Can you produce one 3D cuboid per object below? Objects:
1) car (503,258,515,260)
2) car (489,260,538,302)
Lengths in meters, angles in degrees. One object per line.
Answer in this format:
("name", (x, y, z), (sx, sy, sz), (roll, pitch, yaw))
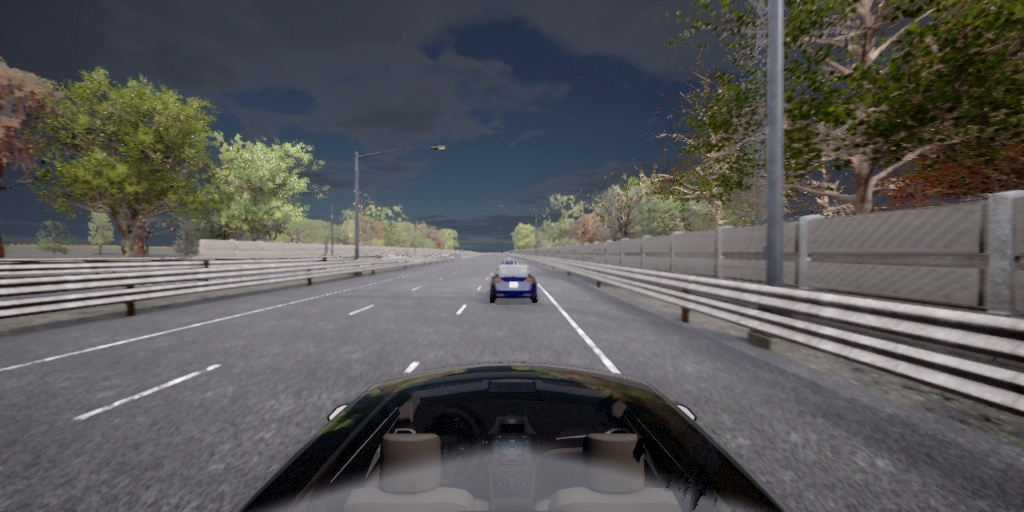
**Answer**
("car", (-0.361, 0.853, 46.923), (1.895, 1.301, 4.718), (0, 1, -1))
("car", (0.051, 1.106, 15.909), (2.163, 1.488, 4.792), (0, 1, 0))
